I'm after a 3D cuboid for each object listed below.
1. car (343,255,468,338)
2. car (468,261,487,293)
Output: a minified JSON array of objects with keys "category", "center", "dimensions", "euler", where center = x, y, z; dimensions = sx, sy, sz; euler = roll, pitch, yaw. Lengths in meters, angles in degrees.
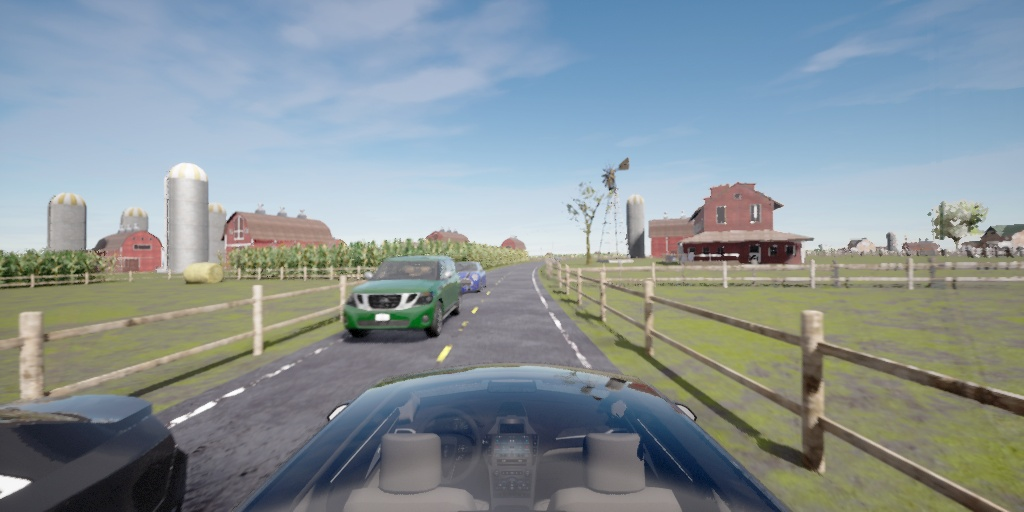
[{"category":"car","center":[-2.849,1.003,10.702],"dimensions":[2.150,2.045,5.566],"euler":[-1,0,0]},{"category":"car","center":[-2.683,1.135,20.977],"dimensions":[2.097,1.767,4.553],"euler":[-1,0,2]}]
